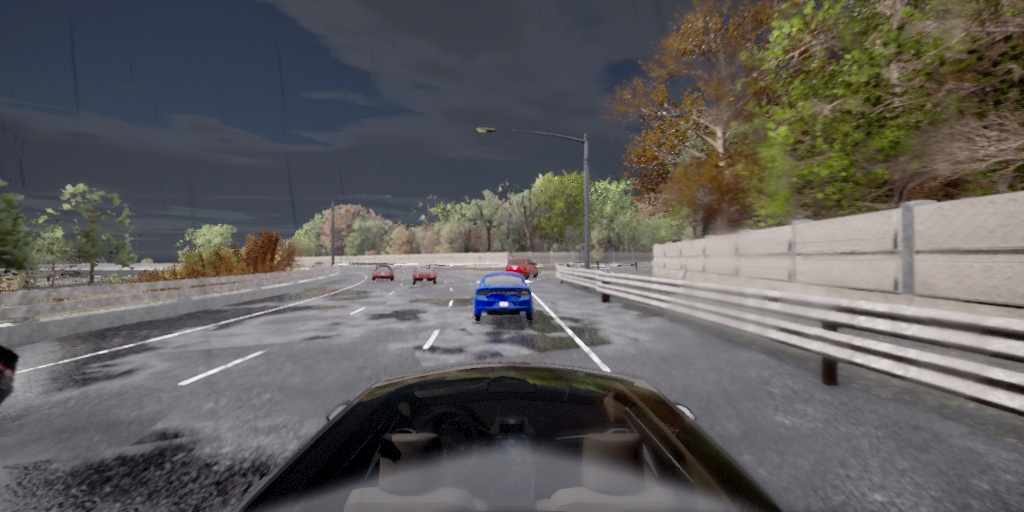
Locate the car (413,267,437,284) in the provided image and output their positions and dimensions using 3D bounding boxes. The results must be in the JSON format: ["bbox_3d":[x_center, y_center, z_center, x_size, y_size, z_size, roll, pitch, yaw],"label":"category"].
[{"bbox_3d":[-7.458,1.620,30.464,1.895,1.301,4.718,0,0,-15],"label":"car"}]

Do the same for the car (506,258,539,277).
[{"bbox_3d":[1.056,1.228,34.936,2.150,2.045,5.566,-1,-1,17],"label":"car"}]

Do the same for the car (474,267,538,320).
[{"bbox_3d":[-0.326,1.320,13.210,1.882,1.535,5.008,0,-1,-2],"label":"car"}]

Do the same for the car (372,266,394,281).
[{"bbox_3d":[-12.741,1.654,35.566,1.994,1.385,4.181,0,0,-19],"label":"car"}]

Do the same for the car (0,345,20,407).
[{"bbox_3d":[-7.581,0.985,3.016,4.902,1.511,2.128,2,-35,-7],"label":"car"}]
